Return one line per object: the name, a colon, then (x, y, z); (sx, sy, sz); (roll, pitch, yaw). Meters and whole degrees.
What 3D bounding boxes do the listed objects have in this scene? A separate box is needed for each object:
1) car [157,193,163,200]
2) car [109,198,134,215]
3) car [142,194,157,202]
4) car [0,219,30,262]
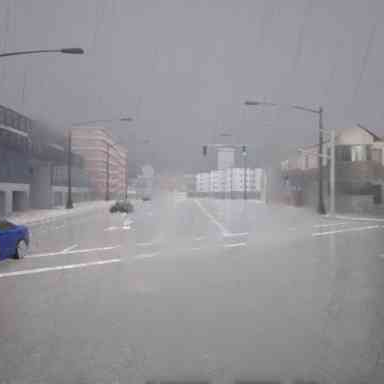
car: (-8.647, 1.159, 84.871); (2.097, 1.767, 4.553); (0, -1, -2)
car: (-7.282, 1.604, 34.685); (1.895, 1.301, 4.718); (0, 1, -2)
car: (-7.980, 1.097, 60.389); (2.033, 1.411, 5.357); (0, 0, -2)
car: (-6.601, 1.521, 9.694); (1.882, 1.535, 5.008); (0, 0, -2)
